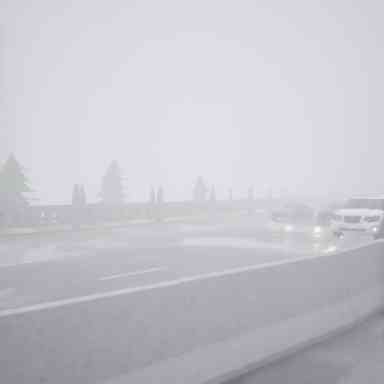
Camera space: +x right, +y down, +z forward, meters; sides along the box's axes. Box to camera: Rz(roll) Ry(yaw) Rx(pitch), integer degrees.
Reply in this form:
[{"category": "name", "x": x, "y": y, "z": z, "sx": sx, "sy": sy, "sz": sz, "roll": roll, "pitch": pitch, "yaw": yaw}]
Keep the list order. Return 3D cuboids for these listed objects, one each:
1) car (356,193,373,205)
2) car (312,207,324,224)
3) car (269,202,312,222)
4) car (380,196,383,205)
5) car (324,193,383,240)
[{"category": "car", "x": 31.241, "y": 1.140, "z": 60.211, "sx": 2.150, "sy": 2.045, "sz": 5.566, "roll": 0, "pitch": 0, "yaw": 34}, {"category": "car", "x": 10.685, "y": 1.455, "z": 24.190, "sx": 1.882, "sy": 1.535, "sz": 5.008, "roll": 0, "pitch": 0, "yaw": 39}, {"category": "car", "x": 8.039, "y": 1.541, "z": 26.395, "sx": 2.033, "sy": 1.411, "sz": 5.357, "roll": 0, "pitch": 0, "yaw": 39}, {"category": "car", "x": 34.174, "y": 1.399, "z": 58.300, "sx": 1.837, "sy": 1.490, "sz": 4.892, "roll": 0, "pitch": 0, "yaw": 34}, {"category": "car", "x": 9.069, "y": 1.197, "z": 17.049, "sx": 2.150, "sy": 2.045, "sz": 5.566, "roll": 0, "pitch": 0, "yaw": 43}]
